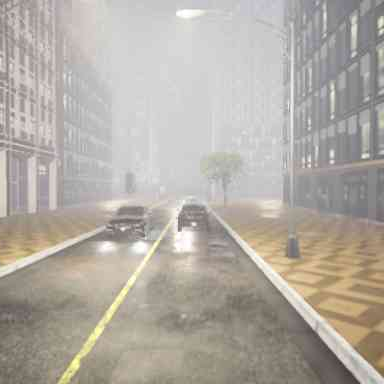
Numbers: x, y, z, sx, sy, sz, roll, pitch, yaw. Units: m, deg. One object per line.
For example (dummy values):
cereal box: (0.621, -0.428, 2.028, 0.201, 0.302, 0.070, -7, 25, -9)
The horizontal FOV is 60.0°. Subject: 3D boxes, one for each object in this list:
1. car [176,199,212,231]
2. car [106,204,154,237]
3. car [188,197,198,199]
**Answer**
car: (0.104, 1.402, 19.718, 1.837, 1.490, 4.892, 0, 1, 0)
car: (-3.096, 1.412, 17.337, 1.837, 1.490, 4.892, 0, 0, 0)
car: (0.113, 1.333, 37.971, 1.812, 1.442, 4.674, 0, 0, 0)
